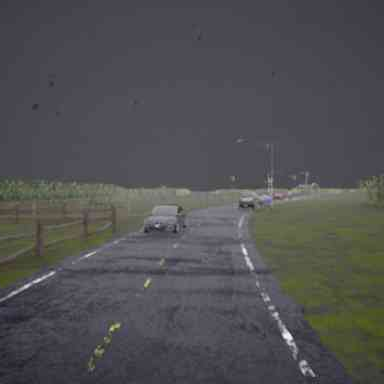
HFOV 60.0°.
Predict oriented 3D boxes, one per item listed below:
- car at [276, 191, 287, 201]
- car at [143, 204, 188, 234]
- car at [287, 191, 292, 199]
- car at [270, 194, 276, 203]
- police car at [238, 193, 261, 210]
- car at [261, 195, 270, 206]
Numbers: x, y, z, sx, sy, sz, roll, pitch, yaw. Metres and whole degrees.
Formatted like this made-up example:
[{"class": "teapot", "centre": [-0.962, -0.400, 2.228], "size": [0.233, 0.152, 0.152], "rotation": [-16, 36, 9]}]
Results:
[{"class": "car", "centre": [18.400, 1.074, 71.170], "size": [1.882, 1.535, 5.008], "rotation": [0, 0, 25]}, {"class": "car", "centre": [-1.417, 1.456, 19.115], "size": [1.837, 1.490, 4.892], "rotation": [0, 0, 8]}, {"class": "car", "centre": [23.105, 0.752, 81.356], "size": [2.150, 2.045, 5.566], "rotation": [0, 0, 25]}, {"class": "car", "centre": [12.190, 1.296, 55.486], "size": [1.882, 1.535, 5.008], "rotation": [0, 0, 23]}, {"class": "police car", "centre": [6.891, 1.309, 40.769], "size": [1.930, 1.638, 5.238], "rotation": [0, 0, 17]}, {"class": "car", "centre": [10.001, 1.349, 49.997], "size": [1.837, 1.490, 4.892], "rotation": [0, 0, 21]}]
